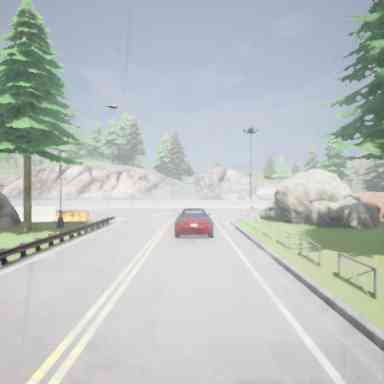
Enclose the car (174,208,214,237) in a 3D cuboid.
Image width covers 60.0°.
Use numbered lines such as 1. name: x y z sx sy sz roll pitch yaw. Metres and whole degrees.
1. car: 0.101 1.562 17.990 1.994 1.385 4.181 0 0 0
